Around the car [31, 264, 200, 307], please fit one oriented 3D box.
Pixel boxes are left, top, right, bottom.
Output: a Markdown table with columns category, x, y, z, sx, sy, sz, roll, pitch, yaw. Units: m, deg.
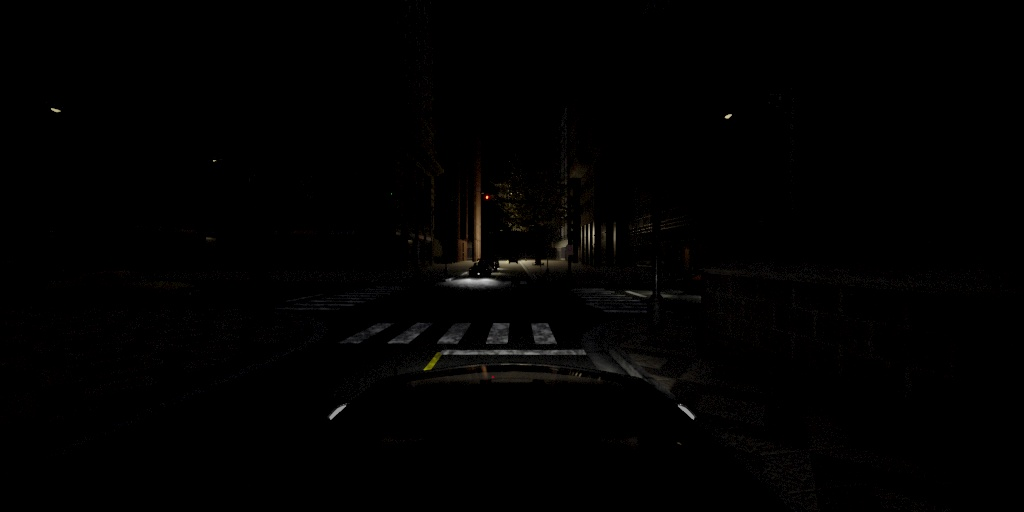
| category | x | y | z | sx | sy | sz | roll | pitch | yaw |
| --- | --- | --- | --- | --- | --- | --- | --- | --- | --- |
| car | -14.896 | 1.146 | 13.836 | 4.829 | 1.417 | 1.751 | 0 | 0 | 1 |

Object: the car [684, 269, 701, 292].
| category | x | y | z | sx | sy | sz | roll | pitch | yaw |
| --- | --- | --- | --- | --- | --- | --- | --- | --- | --- |
| car | 12.421 | 1.311 | 19.438 | 5.008 | 1.535 | 1.882 | 0 | 0 | 1 |

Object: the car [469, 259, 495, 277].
| category | x | y | z | sx | sy | sz | roll | pitch | yaw |
| --- | --- | --- | --- | --- | --- | --- | --- | --- | --- |
| car | -2.981 | 1.274 | 34.402 | 1.895 | 1.301 | 4.718 | 0 | 0 | 0 |

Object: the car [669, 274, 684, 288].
| category | x | y | z | sx | sy | sz | roll | pitch | yaw |
| --- | --- | --- | --- | --- | --- | --- | --- | --- | --- |
| car | 11.998 | 1.381 | 22.105 | 4.403 | 1.370 | 2.007 | 0 | 0 | 1 |

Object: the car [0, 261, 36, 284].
| category | x | y | z | sx | sy | sz | roll | pitch | yaw |
| --- | --- | --- | --- | --- | --- | --- | --- | --- | --- |
| car | -31.852 | 0.974 | 22.524 | 4.507 | 1.381 | 1.888 | 0 | 0 | 1 |

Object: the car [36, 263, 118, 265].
| category | x | y | z | sx | sy | sz | roll | pitch | yaw |
| --- | --- | --- | --- | --- | --- | --- | --- | --- | --- |
| car | -26.235 | 1.065 | 22.471 | 4.313 | 1.339 | 1.948 | 0 | 0 | 1 |

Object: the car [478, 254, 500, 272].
| category | x | y | z | sx | sy | sz | roll | pitch | yaw |
| --- | --- | --- | --- | --- | --- | --- | --- | --- | --- |
| car | -2.946 | 0.830 | 44.215 | 2.150 | 2.045 | 5.566 | 0 | 0 | -1 |
